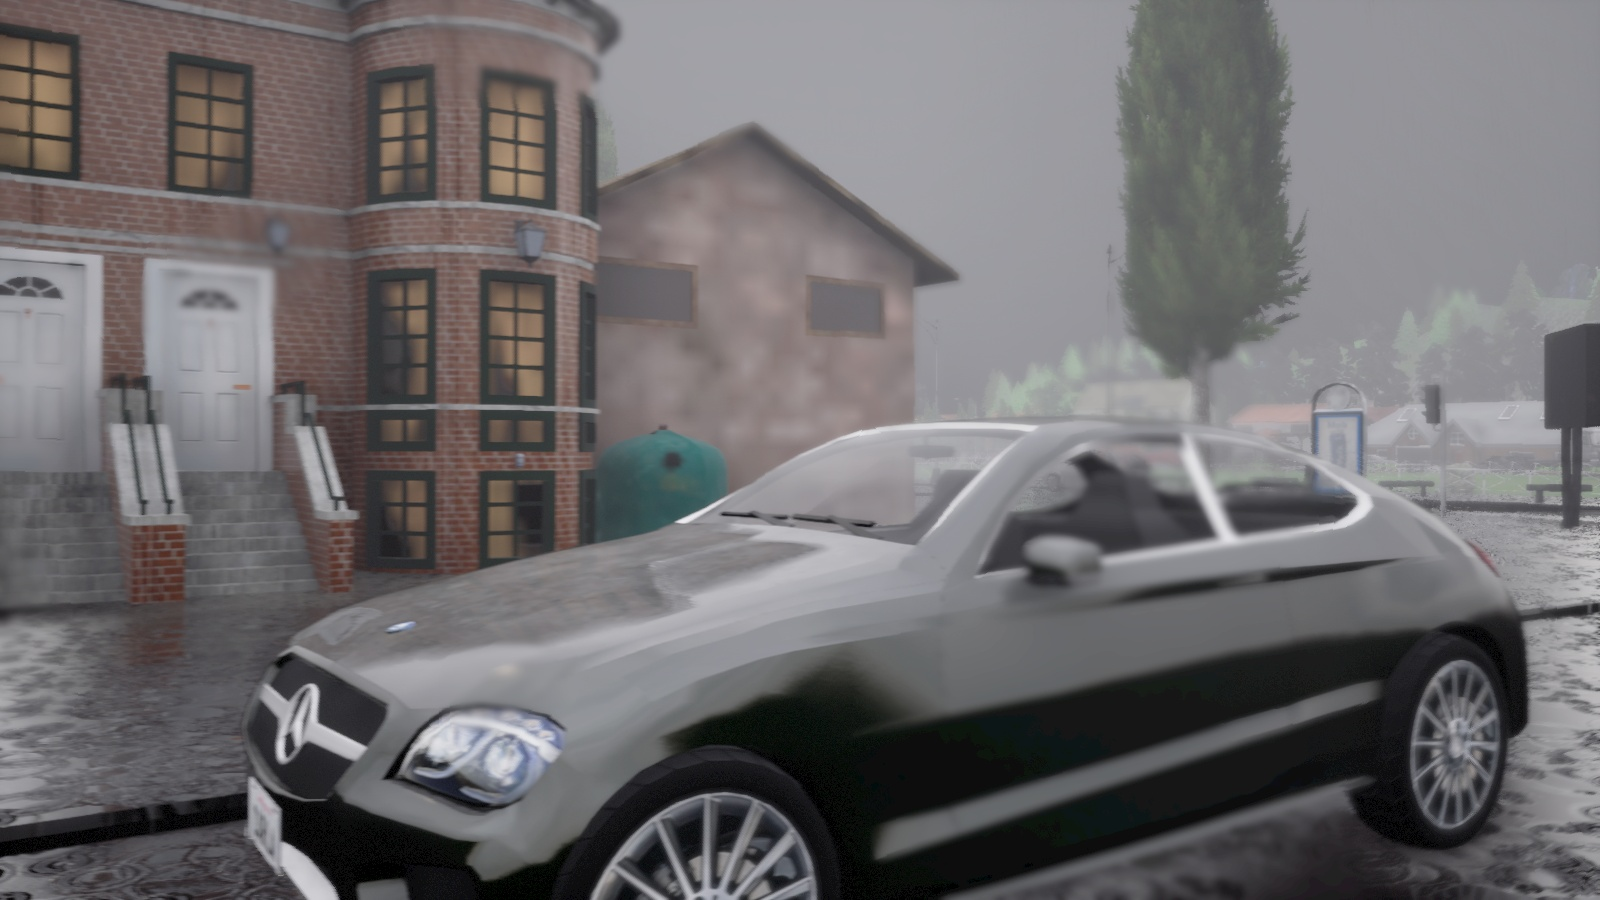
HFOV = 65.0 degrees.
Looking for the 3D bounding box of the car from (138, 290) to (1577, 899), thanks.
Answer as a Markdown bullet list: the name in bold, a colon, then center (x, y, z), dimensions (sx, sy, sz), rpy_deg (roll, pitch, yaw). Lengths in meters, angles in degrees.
- **car**: center (0.526, 0.534, 4.633), dimensions (5.027, 1.651, 2.152), rpy_deg (0, 0, -35)
